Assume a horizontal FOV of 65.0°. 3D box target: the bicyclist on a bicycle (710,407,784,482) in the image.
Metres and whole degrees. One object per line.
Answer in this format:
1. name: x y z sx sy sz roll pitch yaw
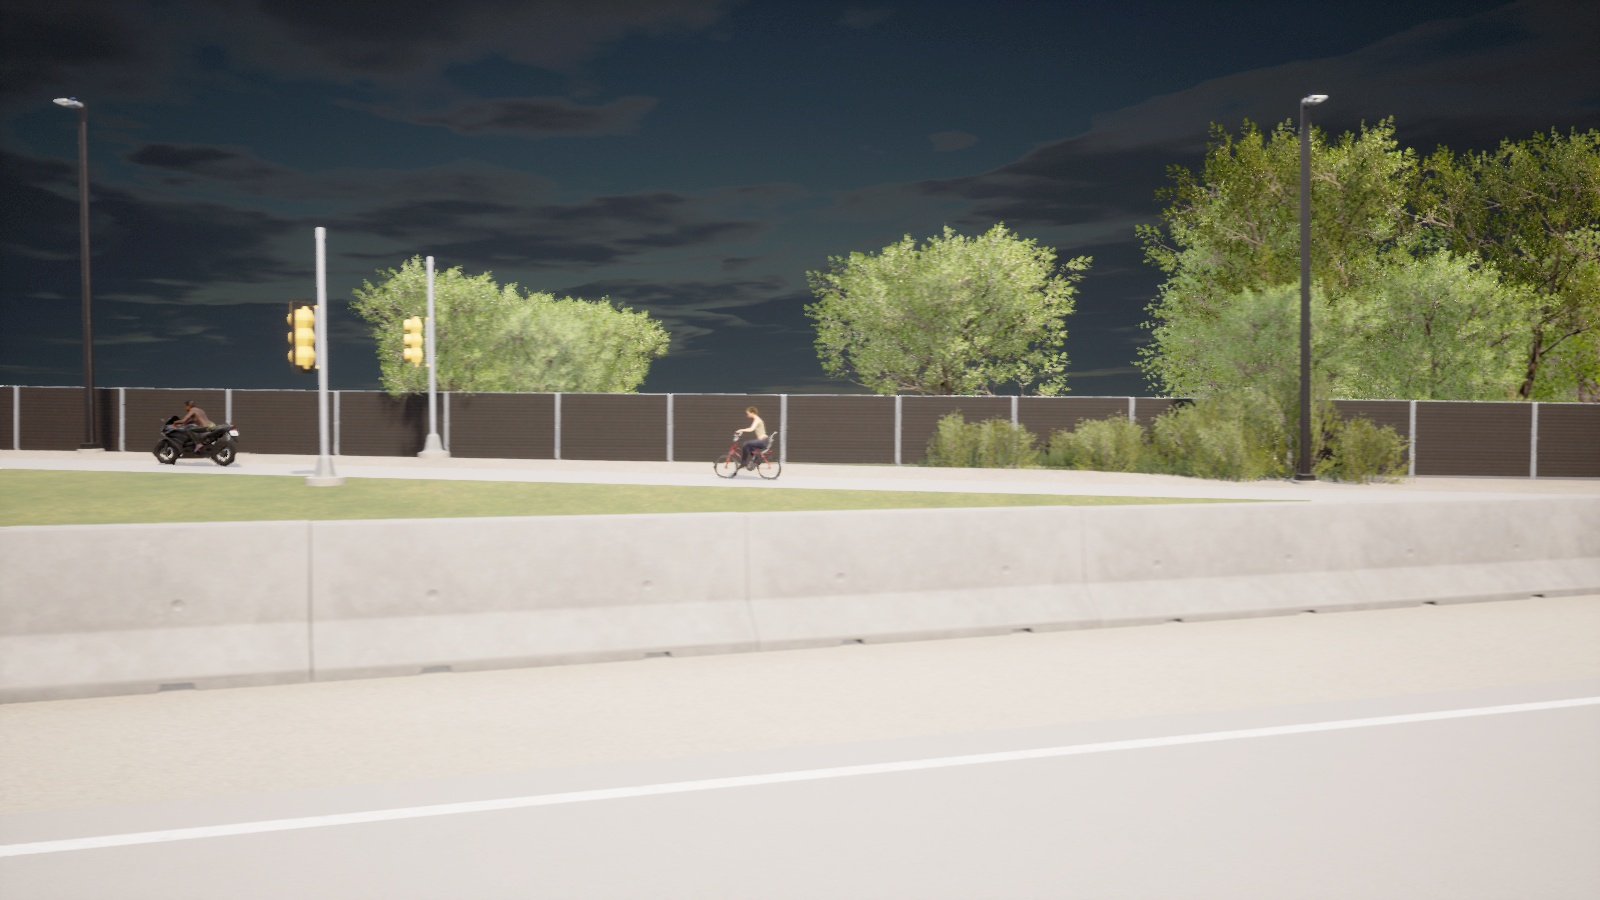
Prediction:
1. bicyclist on a bicycle: -1.155 -0.125 27.564 1.509 1.612 0.866 0 2 6

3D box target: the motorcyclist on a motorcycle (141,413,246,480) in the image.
1. motorcyclist on a motorcycle: -13.963 -0.083 28.949 2.044 1.523 0.797 0 2 6
